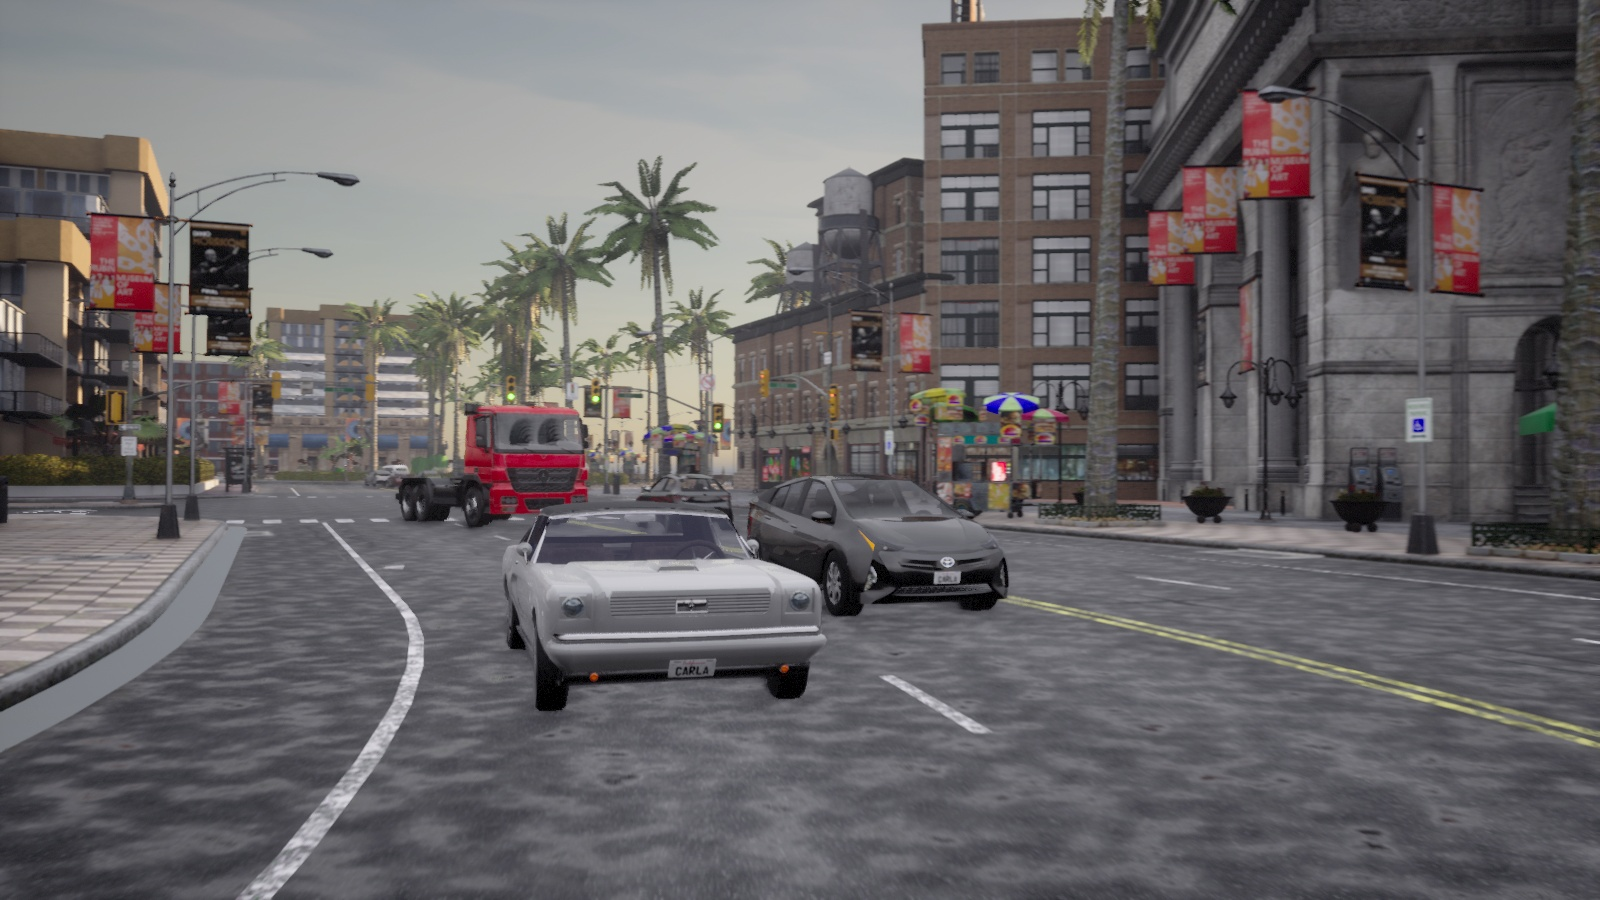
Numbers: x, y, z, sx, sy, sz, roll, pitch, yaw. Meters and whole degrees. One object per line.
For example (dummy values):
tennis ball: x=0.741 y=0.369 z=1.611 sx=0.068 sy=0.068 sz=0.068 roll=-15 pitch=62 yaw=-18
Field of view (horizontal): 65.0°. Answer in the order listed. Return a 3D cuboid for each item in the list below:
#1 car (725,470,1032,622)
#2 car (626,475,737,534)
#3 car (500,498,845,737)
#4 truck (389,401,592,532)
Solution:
car: x=0.734 y=1.012 z=15.171 sx=2.007 sy=1.525 sz=4.514 roll=0 pitch=-1 yaw=-21
car: x=-3.269 y=1.413 z=33.929 sx=1.816 sy=1.474 sz=4.193 roll=0 pitch=-1 yaw=-23
car: x=-1.289 y=1.088 z=9.964 sx=1.895 sy=1.301 sz=4.718 roll=0 pitch=-1 yaw=-16
truck: x=-9.380 y=0.505 z=37.348 sx=2.891 sy=3.462 sz=7.936 roll=0 pitch=-1 yaw=-38
